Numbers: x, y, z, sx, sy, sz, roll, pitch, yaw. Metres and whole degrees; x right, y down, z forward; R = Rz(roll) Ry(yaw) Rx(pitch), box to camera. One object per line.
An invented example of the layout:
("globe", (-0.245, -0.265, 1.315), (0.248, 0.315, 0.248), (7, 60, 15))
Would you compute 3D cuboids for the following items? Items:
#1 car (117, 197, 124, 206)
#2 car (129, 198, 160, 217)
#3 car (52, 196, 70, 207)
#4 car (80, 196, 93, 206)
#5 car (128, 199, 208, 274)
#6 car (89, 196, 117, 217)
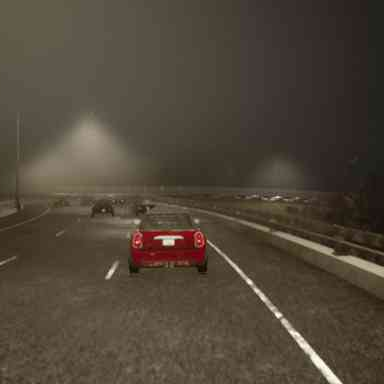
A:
("car", (-11.217, 1.297, 47.982), (1.895, 1.301, 4.718), (0, 0, -26))
("car", (-4.363, 1.350, 29.938), (2.033, 1.411, 5.357), (0, 0, -16))
("car", (-18.253, 1.255, 46.367), (1.812, 1.442, 4.674), (0, 0, -26))
("car", (-14.750, 1.239, 47.158), (1.812, 1.442, 4.674), (0, 0, -26))
("car", (-0.792, 1.279, 10.524), (2.097, 1.767, 4.553), (0, 0, -6))
("car", (-7.914, 1.342, 29.544), (1.812, 1.442, 4.674), (0, 0, -16))
